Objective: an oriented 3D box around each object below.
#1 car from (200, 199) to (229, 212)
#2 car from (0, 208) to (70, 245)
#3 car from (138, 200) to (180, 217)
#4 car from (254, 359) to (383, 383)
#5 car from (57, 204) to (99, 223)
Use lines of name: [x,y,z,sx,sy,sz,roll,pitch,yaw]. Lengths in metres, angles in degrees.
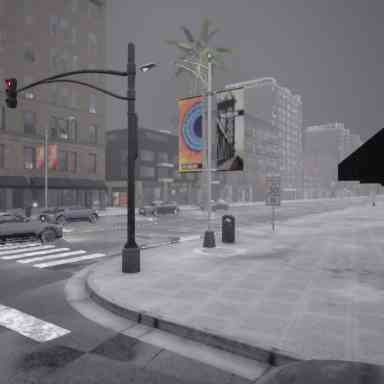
car: [2.855,1.580,40.392,1.812,1.442,4.674,0,0,35]
car: [-7.840,1.576,14.330,4.181,1.385,1.994,0,0,-43]
car: [-3.102,1.539,31.953,1.837,1.490,4.892,0,0,35]
car: [2.141,1.551,1.323,4.403,1.369,2.008,0,0,35]
car: [-8.810,1.580,23.852,1.994,1.385,4.181,0,0,35]
